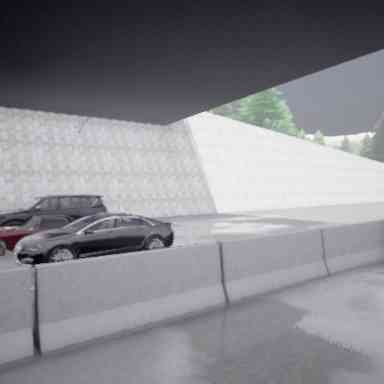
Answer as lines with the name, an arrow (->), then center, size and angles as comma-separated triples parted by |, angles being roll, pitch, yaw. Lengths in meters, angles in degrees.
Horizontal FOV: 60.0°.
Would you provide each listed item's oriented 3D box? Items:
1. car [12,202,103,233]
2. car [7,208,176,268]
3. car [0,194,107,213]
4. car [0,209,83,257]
car -> -7.937, 1.447, 19.823 | 4.674, 1.442, 1.812 | -1, 1, -35
car -> -2.848, 1.432, 10.556 | 4.902, 1.511, 2.128 | -1, 1, -35
car -> -6.862, 1.161, 16.292 | 5.566, 2.045, 2.150 | -1, 1, -35
car -> -5.811, 1.560, 12.744 | 4.718, 1.301, 1.895 | -1, 1, -35
